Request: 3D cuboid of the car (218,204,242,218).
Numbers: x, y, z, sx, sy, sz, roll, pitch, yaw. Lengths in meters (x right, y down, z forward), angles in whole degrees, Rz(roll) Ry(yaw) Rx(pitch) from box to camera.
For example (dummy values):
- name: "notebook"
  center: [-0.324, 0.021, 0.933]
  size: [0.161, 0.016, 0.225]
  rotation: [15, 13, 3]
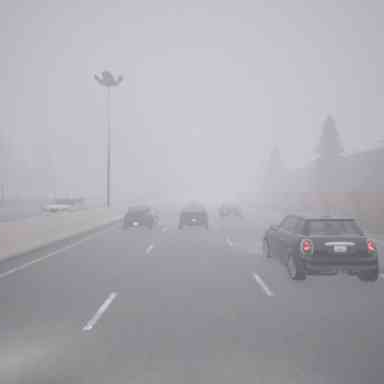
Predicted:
- name: "car"
  center: [3.629, 1.814, 32.632]
  size: [1.895, 1.301, 4.718]
  rotation: [0, 0, 0]

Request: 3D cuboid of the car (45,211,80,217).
- name: "car"
  center: [-10.554, 1.392, 28.036]
  size: [2.150, 2.045, 5.566]
  rotation: [0, 0, 0]

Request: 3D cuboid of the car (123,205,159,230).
- name: "car"
  center: [-3.383, 1.648, 22.432]
  size: [1.837, 1.490, 4.892]
  rotation: [0, 0, 0]

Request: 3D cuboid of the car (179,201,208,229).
- name: "car"
  center: [0.119, 1.627, 23.194]
  size: [1.882, 1.535, 5.008]
  rotation: [0, 0, 0]

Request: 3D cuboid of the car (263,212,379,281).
- name: "car"
  center: [3.608, 1.421, 10.208]
  size: [2.097, 1.767, 4.553]
  rotation: [0, 0, 0]
